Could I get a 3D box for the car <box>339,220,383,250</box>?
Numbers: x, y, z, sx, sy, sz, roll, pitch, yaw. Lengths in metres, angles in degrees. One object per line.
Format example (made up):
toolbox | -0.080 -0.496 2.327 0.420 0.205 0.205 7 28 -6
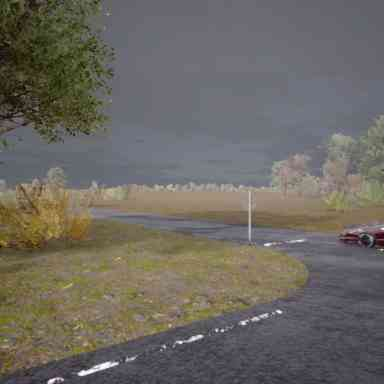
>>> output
car | 8.692 1.552 12.946 5.357 1.411 2.033 0 0 28
